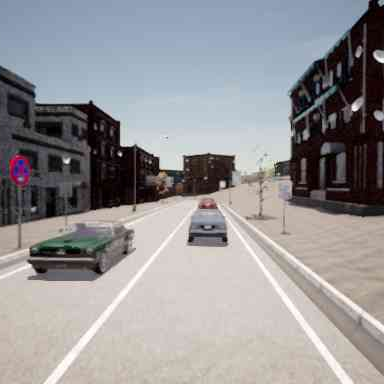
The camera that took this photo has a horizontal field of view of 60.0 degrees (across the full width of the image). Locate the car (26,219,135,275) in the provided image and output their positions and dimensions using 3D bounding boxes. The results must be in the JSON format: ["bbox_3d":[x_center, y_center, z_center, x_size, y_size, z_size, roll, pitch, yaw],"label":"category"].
[{"bbox_3d":[-3.207,1.579,10.591,1.895,1.301,4.718,0,0,3],"label":"car"}]

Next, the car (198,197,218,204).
[{"bbox_3d":[1.674,1.345,35.504,2.097,1.767,4.553,0,0,3],"label":"car"}]

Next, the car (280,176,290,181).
[{"bbox_3d":[26.697,-3.648,91.125,2.097,1.535,5.008,0,1,-1],"label":"car"}]

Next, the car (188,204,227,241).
[{"bbox_3d":[0.779,1.545,16.685,2.033,1.411,5.357,0,0,2],"label":"car"}]
